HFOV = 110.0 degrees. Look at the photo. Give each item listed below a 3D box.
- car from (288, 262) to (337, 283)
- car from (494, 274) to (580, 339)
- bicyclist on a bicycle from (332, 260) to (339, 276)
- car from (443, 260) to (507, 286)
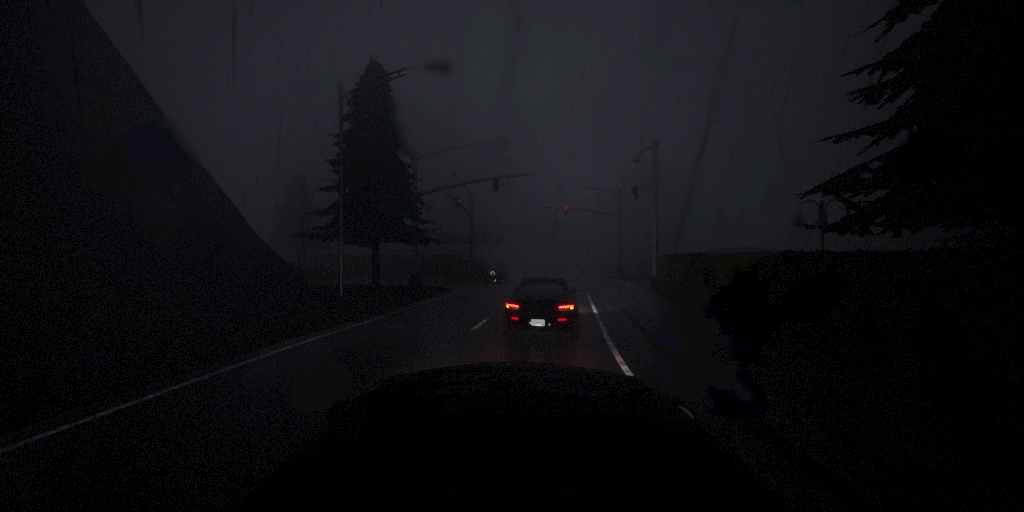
[{"bbox_3d":[-16.254,1.227,28.016,5.008,1.535,1.882,0,0,9],"label":"car"},{"bbox_3d":[0.916,1.276,10.034,1.812,1.442,4.674,0,0,9],"label":"car"},{"bbox_3d":[-17.376,1.203,35.307,0.582,1.620,1.656,0,0,8],"label":"bicyclist on a bicycle"},{"bbox_3d":[-2.490,1.101,24.871,4.553,1.767,2.097,0,1,30],"label":"car"}]
